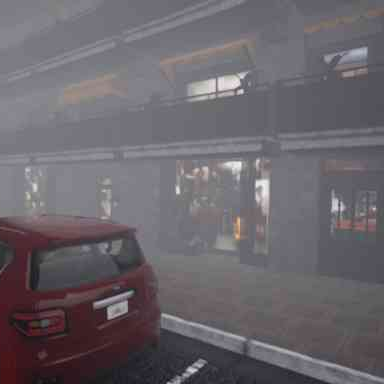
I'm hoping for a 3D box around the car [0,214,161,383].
[{"bbox_3d":[-2.701,1.256,4.789,5.009,1.841,2.192,1,1,36],"label":"car"}]
